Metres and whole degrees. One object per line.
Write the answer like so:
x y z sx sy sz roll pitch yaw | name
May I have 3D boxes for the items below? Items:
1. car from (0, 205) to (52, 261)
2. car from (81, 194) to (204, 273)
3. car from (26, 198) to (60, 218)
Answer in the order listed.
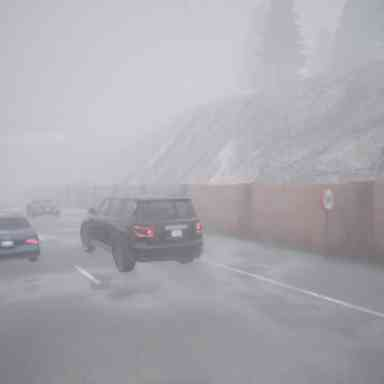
-6.262 1.386 10.950 2.033 1.411 5.357 0 1 -33 | car
-1.824 1.072 10.518 2.150 2.045 5.566 0 1 -33 | car
-11.363 1.181 25.231 2.033 1.411 5.357 0 1 -33 | car
